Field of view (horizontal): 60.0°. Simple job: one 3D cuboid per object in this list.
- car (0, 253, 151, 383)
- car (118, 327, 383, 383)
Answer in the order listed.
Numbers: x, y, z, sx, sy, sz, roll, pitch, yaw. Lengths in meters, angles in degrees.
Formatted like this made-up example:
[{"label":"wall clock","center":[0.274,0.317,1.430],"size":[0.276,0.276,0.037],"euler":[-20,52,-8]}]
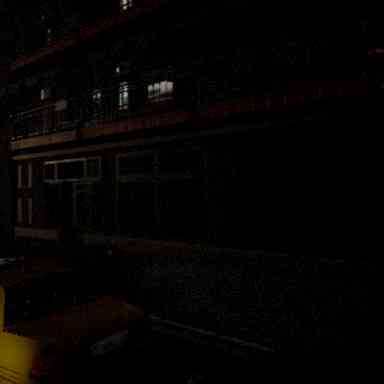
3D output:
[{"label":"car","center":[-2.735,1.579,4.825],"size":[4.829,1.417,1.752],"euler":[-1,0,36]},{"label":"car","center":[1.899,1.558,1.518],"size":[4.313,1.339,1.947],"euler":[-1,0,36]}]
